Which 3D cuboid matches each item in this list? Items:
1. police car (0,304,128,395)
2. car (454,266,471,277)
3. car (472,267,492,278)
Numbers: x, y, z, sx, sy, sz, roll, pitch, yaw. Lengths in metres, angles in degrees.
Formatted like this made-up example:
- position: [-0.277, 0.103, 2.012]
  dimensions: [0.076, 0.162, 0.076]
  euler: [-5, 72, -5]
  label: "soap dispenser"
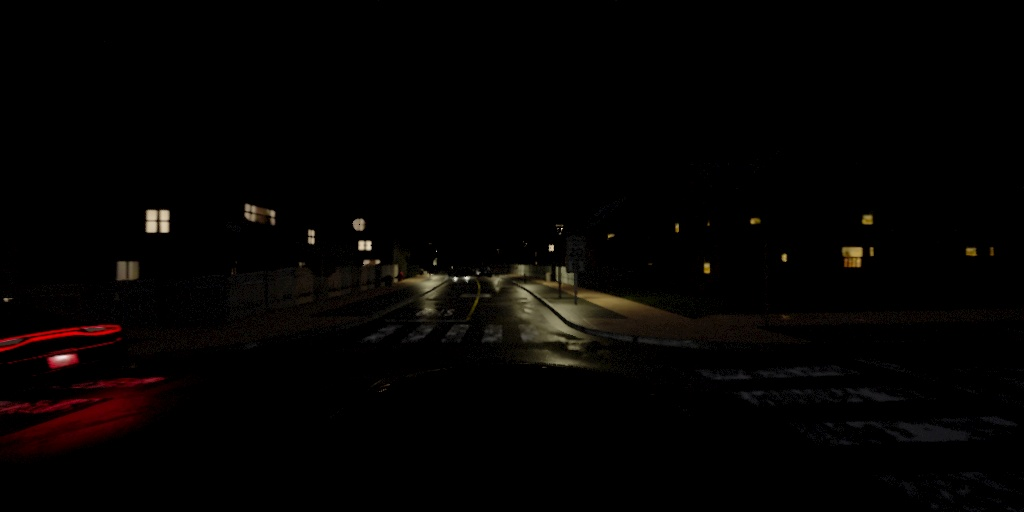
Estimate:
- position: [-9.216, 1.489, 5.458]
  dimensions: [4.974, 1.542, 2.038]
  euler: [-2, -1, 0]
  label: "police car"
- position: [-7.363, 2.163, 51.754]
  dimensions: [1.882, 1.535, 5.008]
  euler: [0, -1, -10]
  label: "car"
- position: [-3.755, 2.138, 47.294]
  dimensions: [2.033, 1.411, 5.357]
  euler: [0, -1, -10]
  label: "car"
